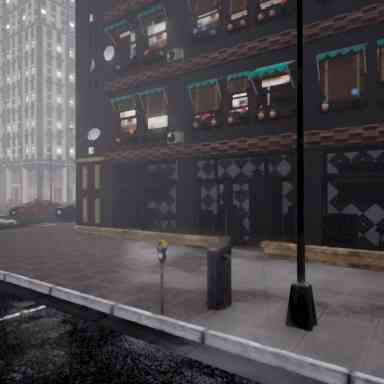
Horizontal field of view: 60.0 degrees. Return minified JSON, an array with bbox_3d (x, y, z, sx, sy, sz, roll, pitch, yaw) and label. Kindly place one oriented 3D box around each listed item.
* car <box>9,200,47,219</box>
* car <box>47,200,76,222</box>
[{"bbox_3d":[-11.956,1.303,26.043,1.994,1.385,4.181,0,1,35],"label":"car"},{"bbox_3d":[-7.195,1.279,22.729,1.947,1.339,4.313,1,1,35],"label":"car"}]
